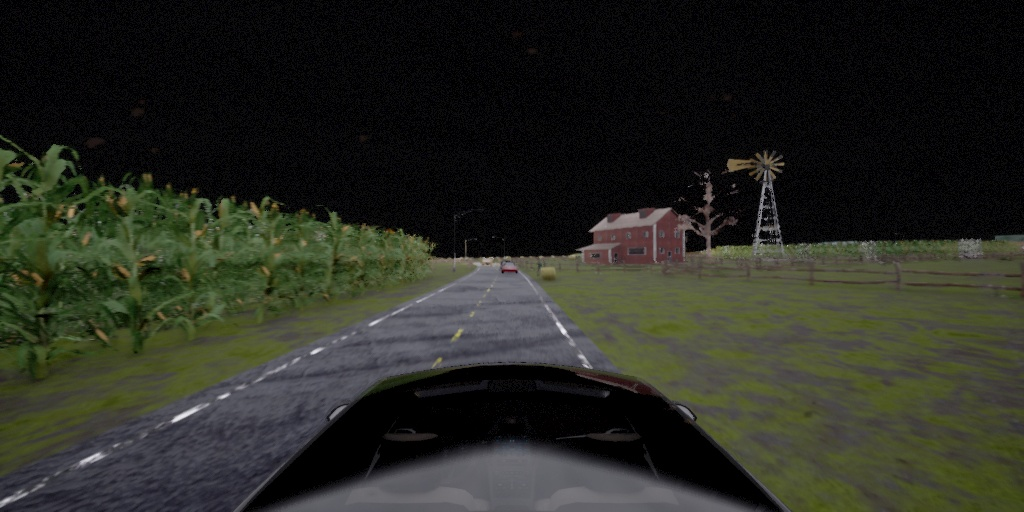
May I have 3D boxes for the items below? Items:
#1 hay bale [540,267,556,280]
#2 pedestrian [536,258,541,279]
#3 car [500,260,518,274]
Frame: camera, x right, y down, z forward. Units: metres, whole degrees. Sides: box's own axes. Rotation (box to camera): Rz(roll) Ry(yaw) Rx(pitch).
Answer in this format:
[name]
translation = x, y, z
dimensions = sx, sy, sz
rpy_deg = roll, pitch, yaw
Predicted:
[hay bale]
translation = 3.085, 1.433, 30.803
dimensions = 1.220, 1.180, 1.240
rpy_deg = 0, 0, -1
[pedestrian]
translation = 2.370, 1.063, 31.611
dimensions = 0.375, 1.860, 0.375
rpy_deg = 0, 0, -2
[car]
translation = -0.323, 1.359, 43.245
dimensions = 1.994, 1.385, 4.181
rpy_deg = 0, 0, -2
